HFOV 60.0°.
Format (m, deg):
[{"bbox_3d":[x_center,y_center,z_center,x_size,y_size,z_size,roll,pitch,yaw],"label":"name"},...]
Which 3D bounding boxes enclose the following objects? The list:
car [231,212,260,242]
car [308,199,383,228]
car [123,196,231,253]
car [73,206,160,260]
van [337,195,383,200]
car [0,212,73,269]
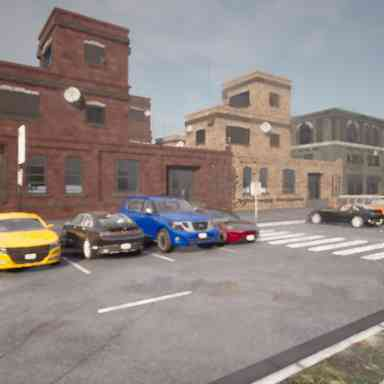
[{"bbox_3d":[1.051,1.488,15.744,2.163,1.488,4.792,0,0,-35],"label":"car"},{"bbox_3d":[10.102,1.459,22.201,2.231,1.521,4.892,0,0,-35],"label":"car"},{"bbox_3d":[-1.216,1.207,14.135,2.435,2.045,5.566,0,0,-35],"label":"car"},{"bbox_3d":[-3.495,1.458,12.544,2.231,1.521,4.892,0,0,-35],"label":"car"},{"bbox_3d":[12.297,1.231,23.911,1.878,1.987,4.442,0,0,-35],"label":"van"},{"bbox_3d":[-5.768,1.456,10.944,2.097,1.535,5.008,0,0,-35],"label":"car"}]
